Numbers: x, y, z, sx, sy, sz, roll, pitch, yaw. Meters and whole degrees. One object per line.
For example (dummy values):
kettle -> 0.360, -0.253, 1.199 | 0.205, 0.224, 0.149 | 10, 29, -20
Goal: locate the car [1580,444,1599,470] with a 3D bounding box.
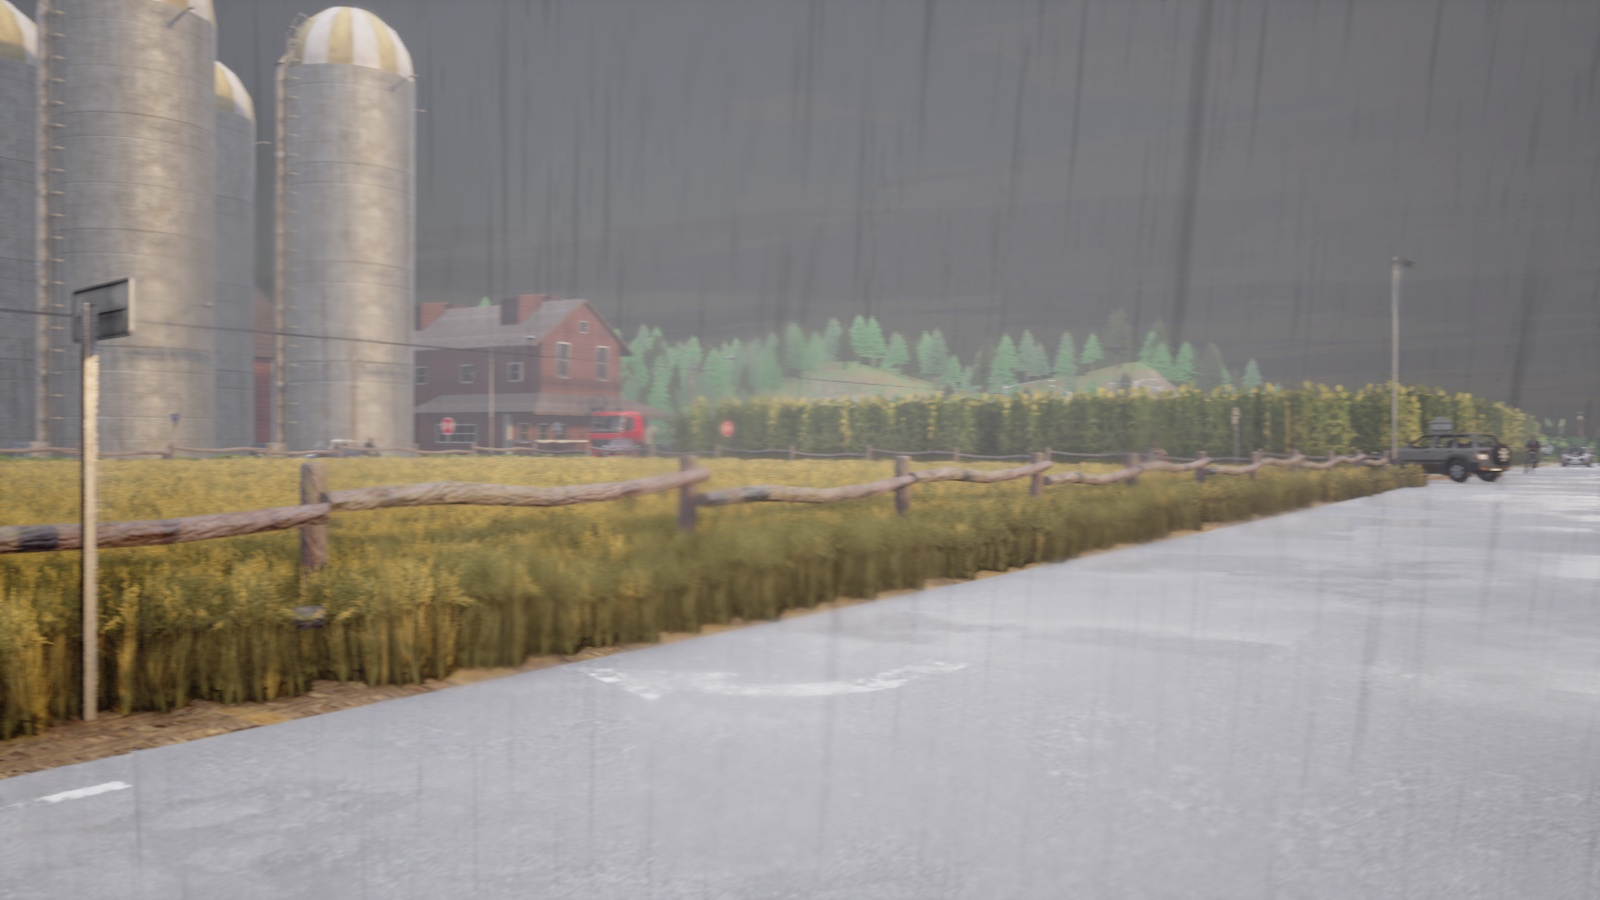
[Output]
car -> 43.215, 0.372, 67.575 | 1.994, 1.385, 4.181 | 1, 0, 33

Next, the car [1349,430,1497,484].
car -> 22.763, 0.275, 46.089 | 1.932, 1.855, 4.605 | 1, -1, -28

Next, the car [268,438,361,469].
car -> -23.709, 0.170, 61.456 | 1.970, 1.475, 3.806 | 1, 0, 33

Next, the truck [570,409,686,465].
truck -> -11.003, -0.807, 81.157 | 2.891, 3.462, 7.936 | 1, 0, 33

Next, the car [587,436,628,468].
car -> -11.188, 0.081, 73.140 | 2.097, 1.767, 4.553 | 1, 0, -5
